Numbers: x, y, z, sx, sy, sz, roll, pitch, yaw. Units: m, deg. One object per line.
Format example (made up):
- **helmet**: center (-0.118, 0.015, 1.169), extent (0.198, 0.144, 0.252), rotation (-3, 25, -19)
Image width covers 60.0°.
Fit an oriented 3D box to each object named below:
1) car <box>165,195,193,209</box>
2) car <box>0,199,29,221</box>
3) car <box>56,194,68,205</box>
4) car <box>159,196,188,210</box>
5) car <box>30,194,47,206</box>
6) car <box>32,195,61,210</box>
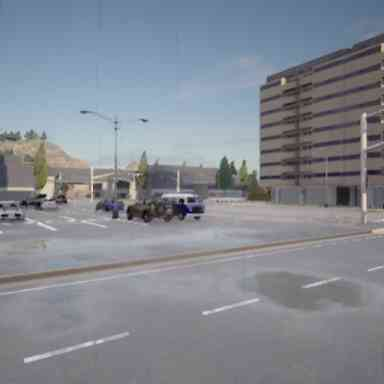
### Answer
- **car**: center (-2.616, 1.723, 59.343), extent (2.033, 1.411, 5.357), rotation (0, 0, -35)
- **car**: center (-13.853, 1.464, 25.057), extent (1.970, 1.475, 3.806), rotation (0, 0, -35)
- **car**: center (-23.251, 1.266, 58.195), extent (1.932, 1.855, 4.605), rotation (0, 0, -35)
- **car**: center (-3.041, 1.727, 53.834), extent (1.994, 1.385, 4.181), rotation (0, 0, -35)
- **car**: center (-25.650, 1.258, 56.575), extent (1.905, 1.878, 3.866), rotation (0, 0, -35)
- **car**: center (-17.819, 1.486, 40.728), extent (1.970, 1.475, 3.806), rotation (0, 0, -35)
